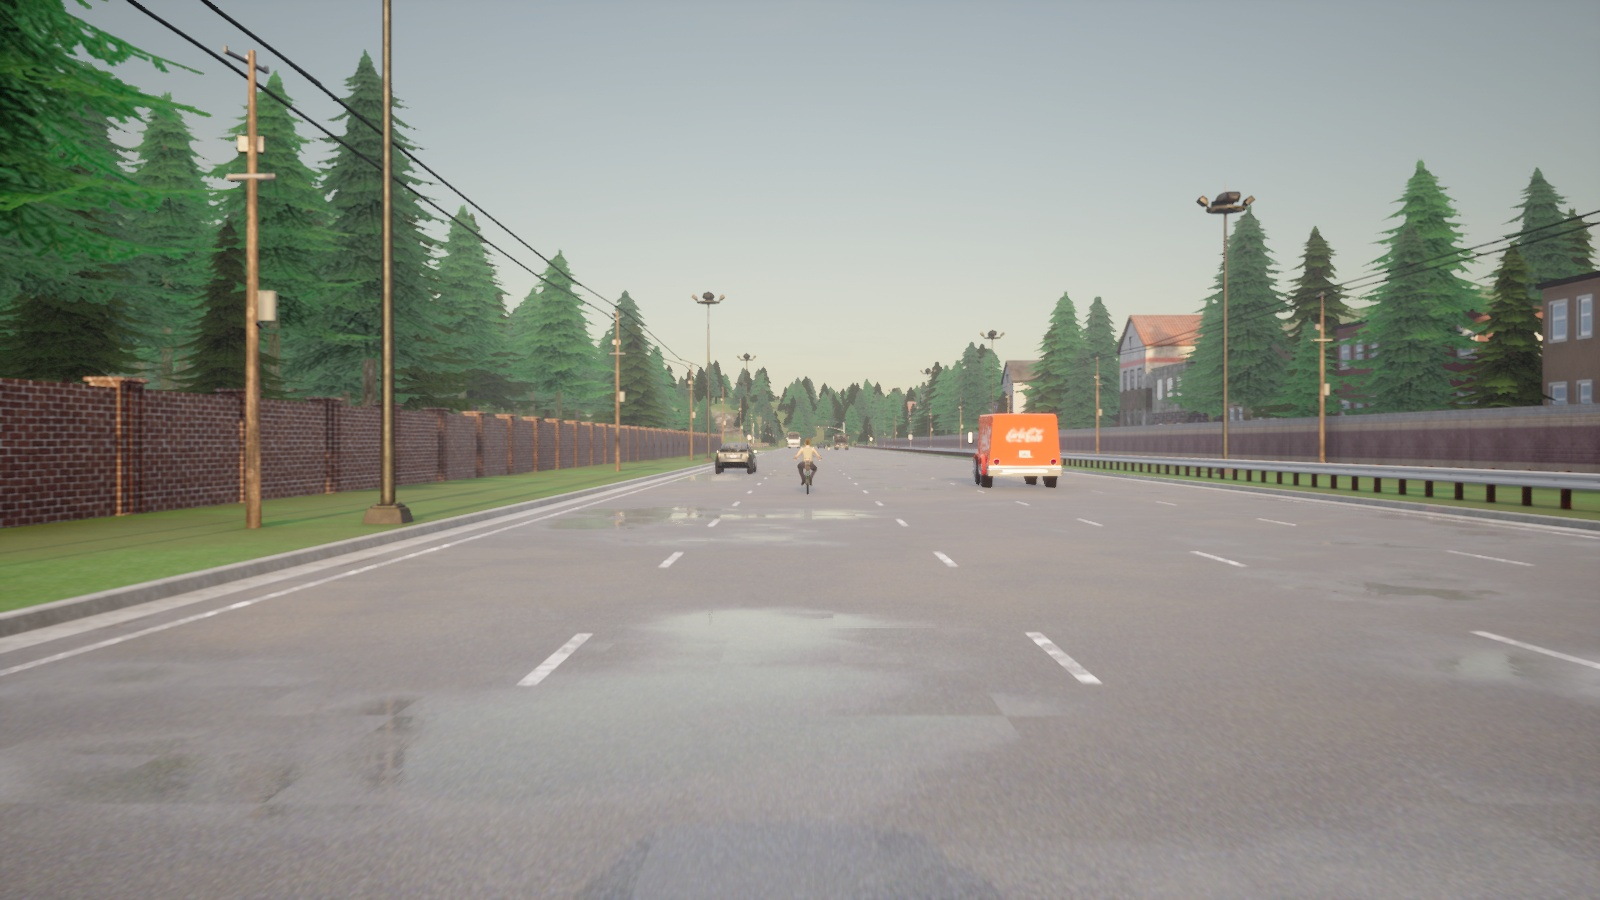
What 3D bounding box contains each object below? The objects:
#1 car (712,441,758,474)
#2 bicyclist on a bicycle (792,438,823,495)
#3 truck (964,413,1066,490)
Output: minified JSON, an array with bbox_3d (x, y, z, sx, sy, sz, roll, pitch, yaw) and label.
[{"bbox_3d":[-3.136,0.332,61.466,2.007,1.525,4.514,0,0,0],"label":"car"},{"bbox_3d":[0.223,0.469,36.758,0.866,1.612,1.509,0,0,0],"label":"bicyclist on a bicycle"},{"bbox_3d":[7.260,0.016,42.972,2.627,2.467,5.204,0,0,0],"label":"truck"}]
